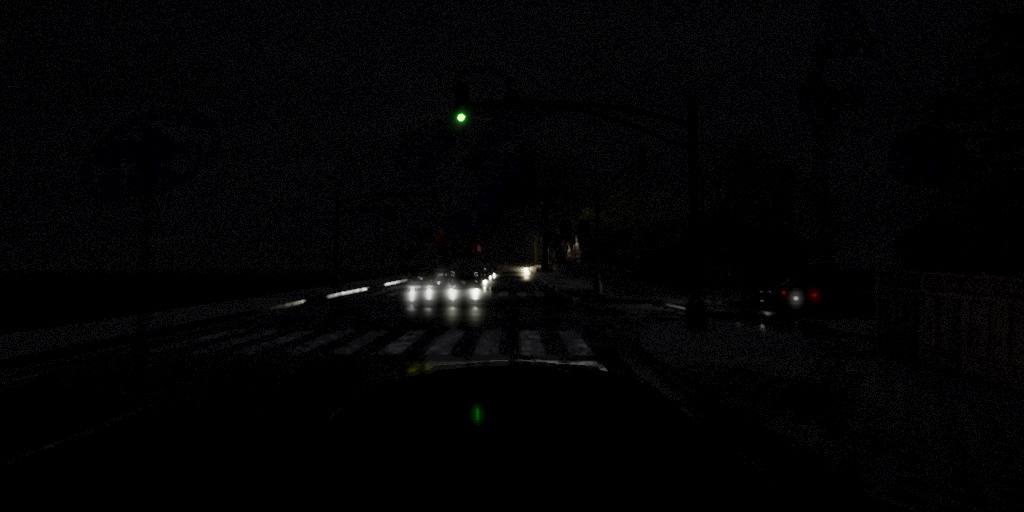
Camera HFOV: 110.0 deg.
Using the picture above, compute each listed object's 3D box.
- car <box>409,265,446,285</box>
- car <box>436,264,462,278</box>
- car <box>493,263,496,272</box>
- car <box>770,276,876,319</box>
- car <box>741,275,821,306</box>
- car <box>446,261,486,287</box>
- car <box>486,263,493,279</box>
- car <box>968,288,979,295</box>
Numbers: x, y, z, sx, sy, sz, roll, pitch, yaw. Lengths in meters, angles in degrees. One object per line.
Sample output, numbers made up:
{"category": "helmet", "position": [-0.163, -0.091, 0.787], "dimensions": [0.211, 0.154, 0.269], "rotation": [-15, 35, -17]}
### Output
{"category": "car", "position": [-6.576, 1.483, 27.967], "dimensions": [1.994, 1.385, 4.181], "rotation": [0, 0, 0]}
{"category": "car", "position": [-6.567, 1.580, 37.922], "dimensions": [1.895, 1.301, 4.718], "rotation": [0, 0, 0]}
{"category": "car", "position": [-3.302, 1.545, 44.293], "dimensions": [1.812, 1.442, 4.674], "rotation": [0, 0, 0]}
{"category": "car", "position": [12.488, 1.570, 13.314], "dimensions": [4.181, 1.385, 1.994], "rotation": [1, -2, -2]}
{"category": "car", "position": [13.076, 1.597, 16.188], "dimensions": [5.008, 1.535, 1.882], "rotation": [1, -2, -2]}
{"category": "car", "position": [-3.286, 1.262, 26.505], "dimensions": [2.097, 1.767, 4.553], "rotation": [0, 0, -1]}
{"category": "car", "position": [-3.317, 1.316, 35.334], "dimensions": [2.097, 1.767, 4.553], "rotation": [0, 0, 0]}
{"category": "car", "position": [22.965, 1.830, 16.547], "dimensions": [5.357, 1.411, 2.033], "rotation": [1, -2, -3]}
